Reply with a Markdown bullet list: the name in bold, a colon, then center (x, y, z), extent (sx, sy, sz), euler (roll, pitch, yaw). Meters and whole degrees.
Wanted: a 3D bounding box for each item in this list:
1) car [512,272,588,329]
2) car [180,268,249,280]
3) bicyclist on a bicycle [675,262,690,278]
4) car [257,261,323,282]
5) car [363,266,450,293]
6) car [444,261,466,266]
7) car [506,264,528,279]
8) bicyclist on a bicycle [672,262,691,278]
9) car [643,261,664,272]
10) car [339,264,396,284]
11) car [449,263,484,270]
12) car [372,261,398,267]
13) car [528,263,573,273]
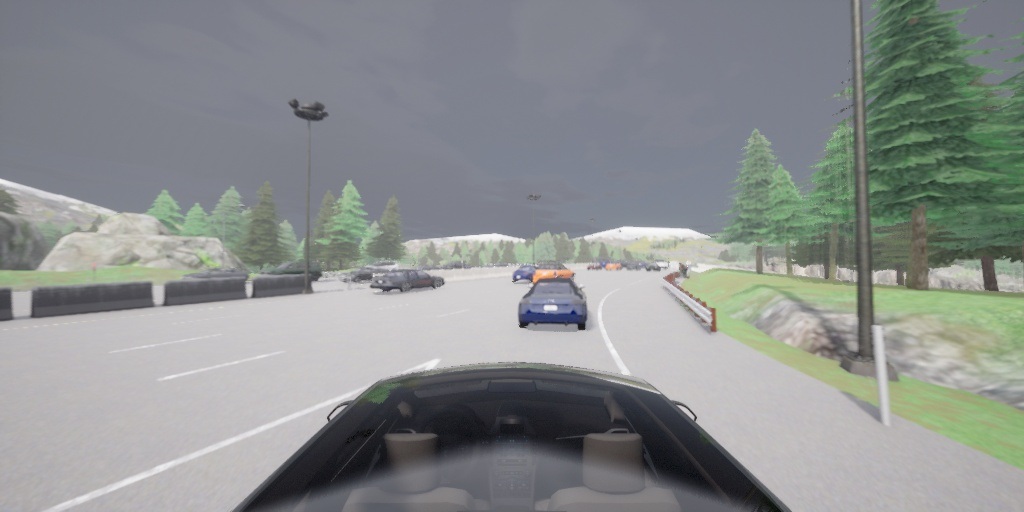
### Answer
- **car**: center (1.422, 1.391, 11.680), extent (1.994, 1.385, 4.181), euler (-1, -1, 11)
- **car**: center (-27.046, 1.868, 32.792), extent (2.128, 1.511, 4.902), euler (-1, -1, 38)
- **bicyclist on a bicycle**: center (17.145, 1.465, 36.347), extent (1.656, 1.620, 0.582), euler (1, 0, 21)
- **car**: center (-21.047, 1.553, 34.339), extent (2.150, 2.045, 5.566), euler (-1, -1, 27)
- **car**: center (-6.691, 1.599, 23.550), extent (2.033, 1.411, 5.357), euler (-1, -1, 27)
- **car**: center (-10.038, 1.838, 63.189), extent (2.150, 2.045, 5.566), euler (-1, -1, 28)
- **car**: center (1.595, 1.607, 32.004), extent (1.812, 1.442, 4.674), euler (-1, -1, 27)
- **bicyclist on a bicycle**: center (17.610, 1.471, 37.233), extent (0.582, 1.620, 1.656), euler (3, -2, -39)
- **car**: center (22.813, 1.839, 57.857), extent (1.895, 1.301, 4.718), euler (-1, -1, 27)
- **car**: center (-13.661, 1.737, 33.386), extent (2.128, 1.511, 4.902), euler (-1, -1, 27)
- **car**: center (-6.099, 1.937, 48.051), extent (1.994, 1.385, 4.181), euler (-1, -1, 27)
- **car**: center (-17.745, 1.708, 48.374), extent (2.150, 2.045, 5.566), euler (-1, -1, 27)
- **car**: center (3.337, 1.358, 27.747), extent (2.097, 1.767, 4.553), euler (-1, -1, 27)
